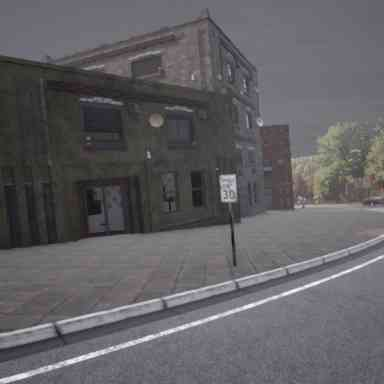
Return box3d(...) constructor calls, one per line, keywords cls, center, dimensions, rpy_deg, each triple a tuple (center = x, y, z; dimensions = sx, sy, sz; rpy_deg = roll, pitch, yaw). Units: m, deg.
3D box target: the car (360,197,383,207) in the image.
box3d(cls="car", center=(28.689, 1.479, 52.812), dimensions=(1.882, 1.535, 5.008), rpy_deg=(-5, -2, -1))
